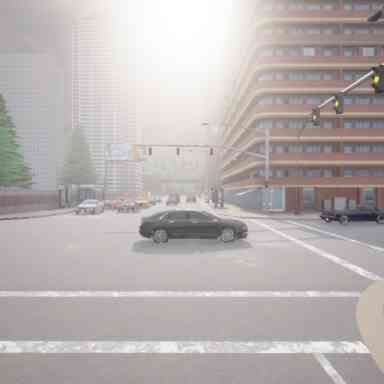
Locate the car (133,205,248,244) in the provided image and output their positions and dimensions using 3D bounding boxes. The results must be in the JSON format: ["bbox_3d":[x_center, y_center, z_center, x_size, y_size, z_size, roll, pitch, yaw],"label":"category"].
[{"bbox_3d":[0.045,1.485,15.055,4.892,1.490,1.837,0,0,-1],"label":"car"}]

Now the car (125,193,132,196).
[{"bbox_3d":[-10.679,1.221,53.608,2.150,2.045,5.566,0,0,0],"label":"car"}]

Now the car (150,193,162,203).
[{"bbox_3d":[-7.132,1.526,66.812,1.812,1.442,4.674,0,0,0],"label":"car"}]

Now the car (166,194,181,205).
[{"bbox_3d":[-3.493,1.547,58.193,2.033,1.411,5.357,0,0,0],"label":"car"}]

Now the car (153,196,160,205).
[{"bbox_3d":[-7.175,1.491,56.588,2.128,1.511,4.902,0,0,0],"label":"car"}]

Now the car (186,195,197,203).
[{"bbox_3d":[-0.112,1.350,69.683,2.097,1.767,4.553,0,0,0],"label":"car"}]

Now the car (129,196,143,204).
[{"bbox_3d":[-10.646,1.505,64.025,1.837,1.490,4.892,0,0,0],"label":"car"}]

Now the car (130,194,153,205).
[{"bbox_3d":[-7.173,1.477,47.109,1.882,1.535,5.008,0,0,0],"label":"car"}]

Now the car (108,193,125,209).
[{"bbox_3d":[-10.669,1.352,43.879,2.097,1.767,4.553,0,0,0],"label":"car"}]

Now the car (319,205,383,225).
[{"bbox_3d":[11.385,1.545,23.200,4.718,1.301,1.895,0,0,-13],"label":"car"}]

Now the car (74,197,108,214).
[{"bbox_3d":[-10.655,1.526,34.933,1.812,1.442,4.674,0,0,2],"label":"car"}]

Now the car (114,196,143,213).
[{"bbox_3d":[-7.145,1.526,37.770,1.812,1.442,4.674,0,0,0],"label":"car"}]
